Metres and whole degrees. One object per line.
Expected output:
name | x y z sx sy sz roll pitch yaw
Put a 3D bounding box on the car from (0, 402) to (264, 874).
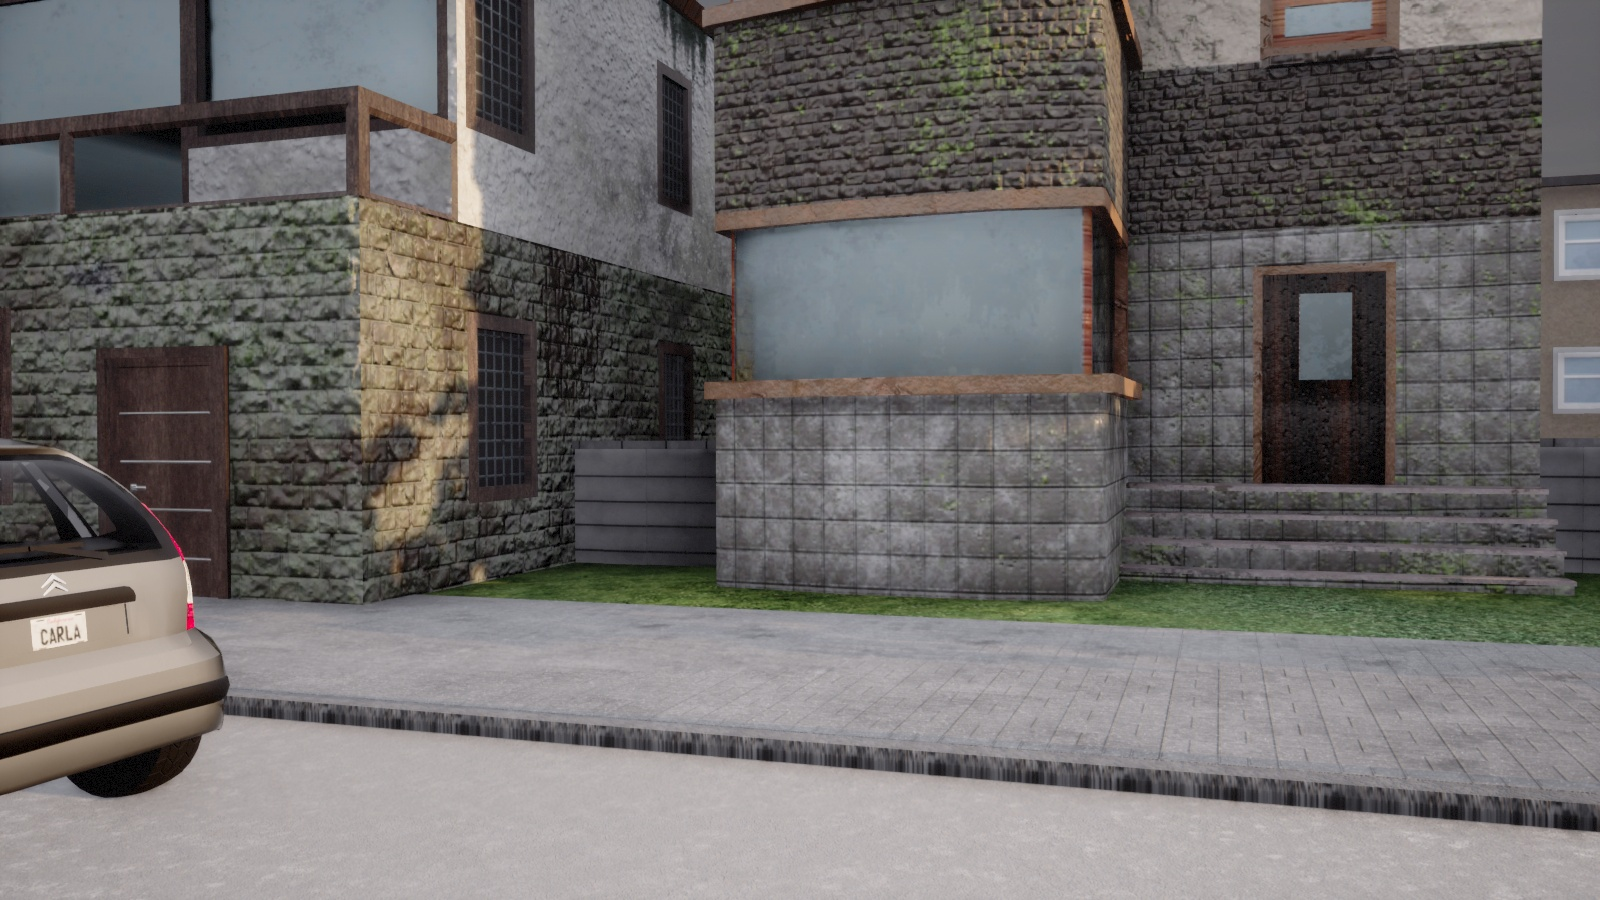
car | -4.527 0.624 5.240 3.988 1.617 1.851 1 1 19
